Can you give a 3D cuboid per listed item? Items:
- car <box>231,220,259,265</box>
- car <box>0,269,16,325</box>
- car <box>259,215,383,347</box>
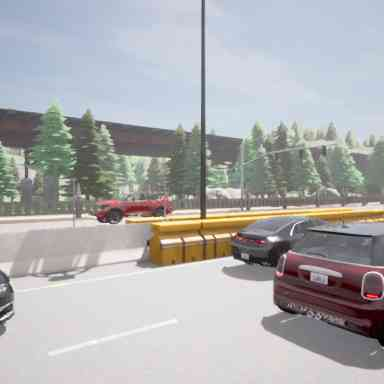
[{"bbox_3d":[3.413,1.505,10.479,4.892,1.490,1.837,0,0,-36],"label":"car"},{"bbox_3d":[-5.114,1.492,4.396,4.902,1.511,2.128,0,0,-36],"label":"car"},{"bbox_3d":[3.688,1.352,6.378,4.553,1.767,2.097,0,0,-36],"label":"car"}]
